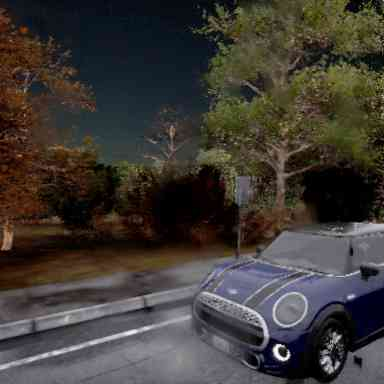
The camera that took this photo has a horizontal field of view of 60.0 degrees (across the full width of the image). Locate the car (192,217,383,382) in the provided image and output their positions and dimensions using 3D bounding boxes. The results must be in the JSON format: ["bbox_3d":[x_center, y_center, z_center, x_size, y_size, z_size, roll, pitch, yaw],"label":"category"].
[{"bbox_3d":[2.202,1.358,5.582,4.553,1.767,2.097,0,0,-36],"label":"car"}]
